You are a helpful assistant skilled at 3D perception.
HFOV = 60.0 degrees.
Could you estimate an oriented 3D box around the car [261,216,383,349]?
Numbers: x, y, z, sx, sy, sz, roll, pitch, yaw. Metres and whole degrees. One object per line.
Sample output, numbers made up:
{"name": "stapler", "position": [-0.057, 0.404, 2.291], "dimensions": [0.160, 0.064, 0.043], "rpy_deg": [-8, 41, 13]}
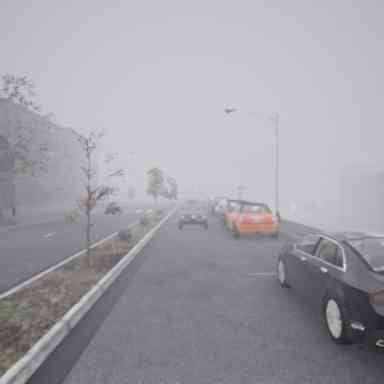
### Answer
{"name": "car", "position": [2.990, 1.457, 6.303], "dimensions": [2.231, 1.521, 4.892], "rpy_deg": [0, 0, 0]}

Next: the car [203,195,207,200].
{"name": "car", "position": [2.940, 1.416, 44.951], "dimensions": [2.231, 1.521, 4.892], "rpy_deg": [0, 0, 0]}

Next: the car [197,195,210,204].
{"name": "car", "position": [2.211, 1.399, 67.074], "dimensions": [2.185, 1.767, 4.553], "rpy_deg": [0, 0, -4]}

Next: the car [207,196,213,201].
{"name": "car", "position": [2.954, 1.292, 34.010], "dimensions": [2.185, 1.767, 4.553], "rpy_deg": [0, 0, 0]}

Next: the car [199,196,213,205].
{"name": "car", "position": [2.566, 1.490, 61.561], "dimensions": [2.097, 1.535, 5.008], "rpy_deg": [0, 0, -2]}

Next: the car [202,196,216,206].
{"name": "car", "position": [2.805, 1.496, 56.018], "dimensions": [2.002, 1.452, 4.674], "rpy_deg": [0, 0, -1]}

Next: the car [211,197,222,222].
{"name": "car", "position": [2.961, 1.461, 28.516], "dimensions": [2.002, 1.452, 4.674], "rpy_deg": [0, 0, 0]}

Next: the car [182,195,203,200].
{"name": "car", "position": [0.049, 1.440, 41.752], "dimensions": [1.837, 1.490, 4.892], "rpy_deg": [0, 0, 0]}

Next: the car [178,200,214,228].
{"name": "car", "position": [0.074, 1.493, 21.641], "dimensions": [2.033, 1.411, 5.357], "rpy_deg": [0, 0, 0]}

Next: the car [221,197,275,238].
{"name": "car", "position": [2.975, 1.306, 17.319], "dimensions": [2.185, 1.767, 4.553], "rpy_deg": [0, 0, 0]}

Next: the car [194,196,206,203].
{"name": "car", "position": [1.707, 1.590, 72.779], "dimensions": [2.163, 1.488, 4.792], "rpy_deg": [0, 0, -5]}

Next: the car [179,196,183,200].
{"name": "car", "position": [-1.371, 1.511, 94.748], "dimensions": [2.435, 2.045, 5.566], "rpy_deg": [0, -1, -10]}
